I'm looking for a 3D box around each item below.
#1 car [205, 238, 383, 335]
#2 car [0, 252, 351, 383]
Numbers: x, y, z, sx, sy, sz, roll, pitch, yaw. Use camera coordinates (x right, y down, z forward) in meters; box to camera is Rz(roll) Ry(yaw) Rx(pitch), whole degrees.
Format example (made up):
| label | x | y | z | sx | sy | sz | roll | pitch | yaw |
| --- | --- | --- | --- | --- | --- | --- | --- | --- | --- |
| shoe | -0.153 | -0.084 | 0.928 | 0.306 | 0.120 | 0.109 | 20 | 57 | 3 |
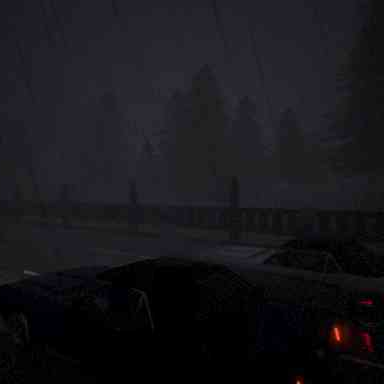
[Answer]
| label | x | y | z | sx | sy | sz | roll | pitch | yaw |
| --- | --- | --- | --- | --- | --- | --- | --- | --- | --- |
| car | 2.200 | 1.599 | 6.722 | 4.718 | 1.301 | 1.895 | 0 | 0 | 36 |
| car | -0.654 | 1.599 | 4.458 | 4.718 | 1.301 | 1.895 | 0 | 0 | 35 |
